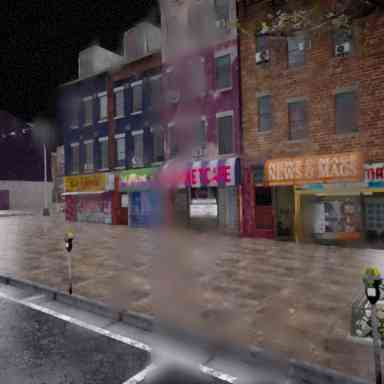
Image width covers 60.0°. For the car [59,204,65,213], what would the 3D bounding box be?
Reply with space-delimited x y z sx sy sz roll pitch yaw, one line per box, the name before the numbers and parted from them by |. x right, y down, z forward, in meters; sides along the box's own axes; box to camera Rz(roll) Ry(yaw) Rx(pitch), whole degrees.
car | -12.481 1.575 37.338 1.837 1.490 4.892 -2 -1 36
